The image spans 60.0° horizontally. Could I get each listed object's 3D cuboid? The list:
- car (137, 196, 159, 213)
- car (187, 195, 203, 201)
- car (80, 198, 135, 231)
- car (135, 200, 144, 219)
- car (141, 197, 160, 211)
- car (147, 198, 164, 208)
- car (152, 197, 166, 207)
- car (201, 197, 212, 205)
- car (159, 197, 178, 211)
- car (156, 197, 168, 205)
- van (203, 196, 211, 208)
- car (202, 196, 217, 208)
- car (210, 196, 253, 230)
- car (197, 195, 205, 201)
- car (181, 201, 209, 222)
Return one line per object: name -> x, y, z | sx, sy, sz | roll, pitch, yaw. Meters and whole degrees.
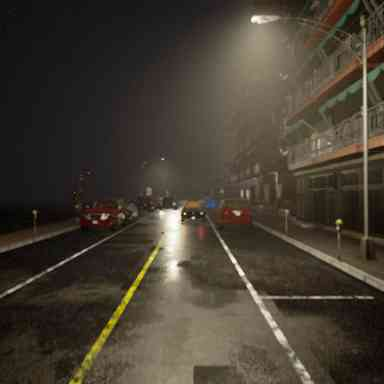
car -> -5.305, 1.346, 37.365 | 2.192, 1.841, 5.009 | 1, 0, 0
car -> 0.099, 1.513, 43.028 | 1.882, 1.535, 5.008 | 0, 0, 0
car -> -5.304, 1.332, 20.756 | 2.192, 1.841, 5.009 | 1, 0, 0
car -> -5.307, 1.572, 26.292 | 2.008, 1.369, 4.403 | 1, 0, 0
car -> -5.306, 1.475, 42.901 | 1.967, 1.590, 4.097 | 1, 0, 0
car -> -5.308, 1.591, 48.437 | 2.008, 1.369, 4.403 | 1, 0, 0
car -> -5.308, 1.589, 53.973 | 1.887, 1.381, 4.507 | 1, 0, 0
car -> 2.572, 1.576, 60.107 | 1.752, 1.417, 4.829 | 1, 0, 0
car -> -2.839, 1.386, 41.045 | 2.097, 1.767, 4.553 | 0, 0, 0
car -> -5.308, 1.575, 59.340 | 1.752, 1.417, 4.829 | 1, 0, 0
van -> 2.575, 1.377, 43.302 | 1.690, 1.788, 3.998 | 1, 0, 0
car -> 2.574, 1.481, 48.847 | 1.967, 1.590, 4.097 | 1, 0, 0
car -> 2.576, 1.333, 21.123 | 2.192, 1.841, 5.009 | 1, 0, 0
car -> 2.571, 1.631, 92.451 | 2.008, 1.369, 4.403 | 1, 0, 0
car -> 0.100, 1.623, 26.733 | 1.895, 1.301, 4.718 | 0, 0, 0
